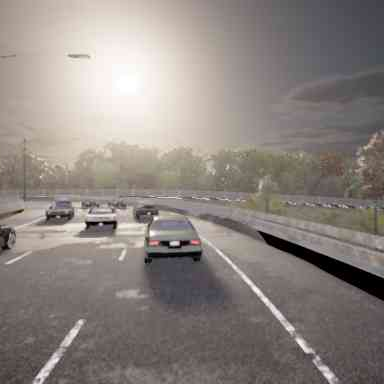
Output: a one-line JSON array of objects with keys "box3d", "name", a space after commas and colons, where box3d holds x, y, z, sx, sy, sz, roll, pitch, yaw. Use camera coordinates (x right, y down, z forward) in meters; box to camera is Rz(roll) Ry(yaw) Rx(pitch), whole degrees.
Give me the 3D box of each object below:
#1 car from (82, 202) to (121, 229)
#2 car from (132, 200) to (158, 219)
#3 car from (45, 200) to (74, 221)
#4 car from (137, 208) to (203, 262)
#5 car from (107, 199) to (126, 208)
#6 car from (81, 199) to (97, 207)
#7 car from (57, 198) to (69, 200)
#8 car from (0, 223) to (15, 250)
[{"box3d": [-5.861, 1.603, 21.888, 1.895, 1.301, 4.718, 0, 0, -12], "name": "car"}, {"box3d": [-4.149, 1.491, 29.392, 1.837, 1.490, 4.892, 0, 0, -16], "name": "car"}, {"box3d": [-10.927, 1.620, 27.828, 1.895, 1.301, 4.718, 0, 0, -16], "name": "car"}, {"box3d": [-0.806, 1.537, 12.134, 2.033, 1.411, 5.357, 0, 0, -7], "name": "car"}, {"box3d": [-10.915, 1.598, 47.796, 1.895, 1.301, 4.718, 0, 0, -25], "name": "car"}, {"box3d": [-14.494, 1.615, 47.169, 1.895, 1.301, 4.718, 0, 0, -26], "name": "car"}, {"box3d": [-17.934, 1.509, 46.093, 1.882, 1.535, 5.008, 0, 0, -26], "name": "car"}, {"box3d": [-7.854, 1.527, 11.501, 1.837, 1.490, 4.892, 0, 0, -6], "name": "car"}]
